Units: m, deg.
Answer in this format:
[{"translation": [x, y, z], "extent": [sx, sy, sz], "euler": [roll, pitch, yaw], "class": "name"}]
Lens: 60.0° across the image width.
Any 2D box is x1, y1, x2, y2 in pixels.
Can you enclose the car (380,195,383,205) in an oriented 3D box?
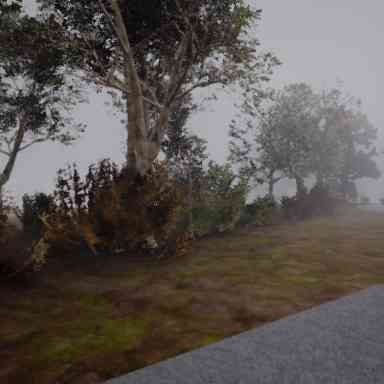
[{"translation": [26.369, 0.610, 42.651], "extent": [5.566, 2.045, 2.150], "euler": [-1, 0, -34], "class": "car"}]
